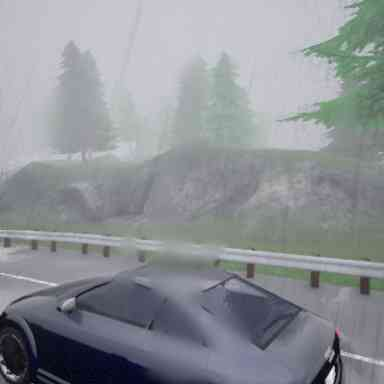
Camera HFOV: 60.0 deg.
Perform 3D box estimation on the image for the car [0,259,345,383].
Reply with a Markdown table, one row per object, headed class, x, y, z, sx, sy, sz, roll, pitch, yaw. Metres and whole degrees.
| class | x | y | z | sx | sy | sz | roll | pitch | yaw |
| --- | --- | --- | --- | --- | --- | --- | --- | --- | --- |
| car | -0.491 | 1.549 | 3.952 | 4.181 | 1.385 | 1.994 | 0 | 0 | 34 |
